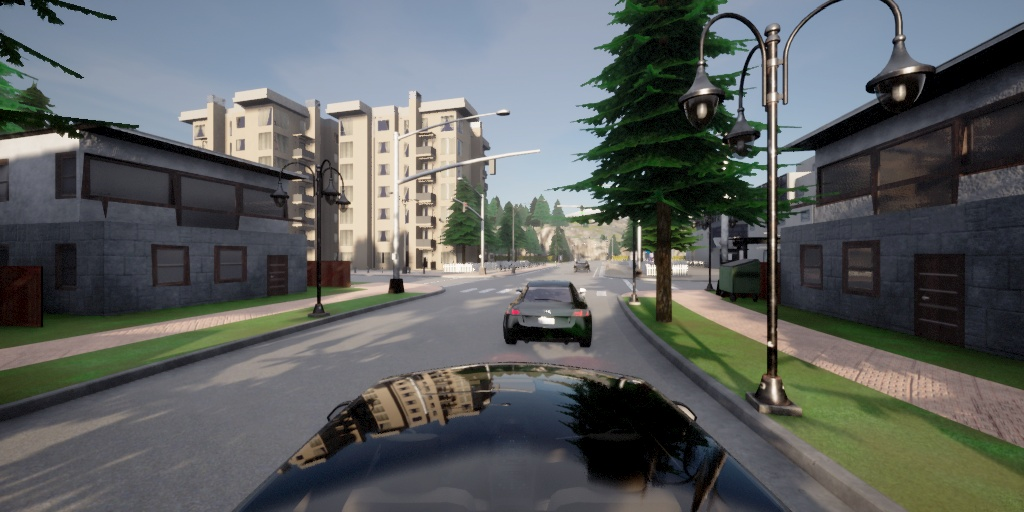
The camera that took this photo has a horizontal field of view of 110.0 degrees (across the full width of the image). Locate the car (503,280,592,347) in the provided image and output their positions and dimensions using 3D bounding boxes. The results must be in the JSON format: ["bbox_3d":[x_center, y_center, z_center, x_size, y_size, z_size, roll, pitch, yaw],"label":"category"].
[{"bbox_3d":[1.007,1.314,9.410,1.994,1.385,4.181,0,0,8],"label":"car"}]

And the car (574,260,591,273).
[{"bbox_3d":[8.793,1.276,44.941,2.128,1.511,4.902,0,0,14],"label":"car"}]
